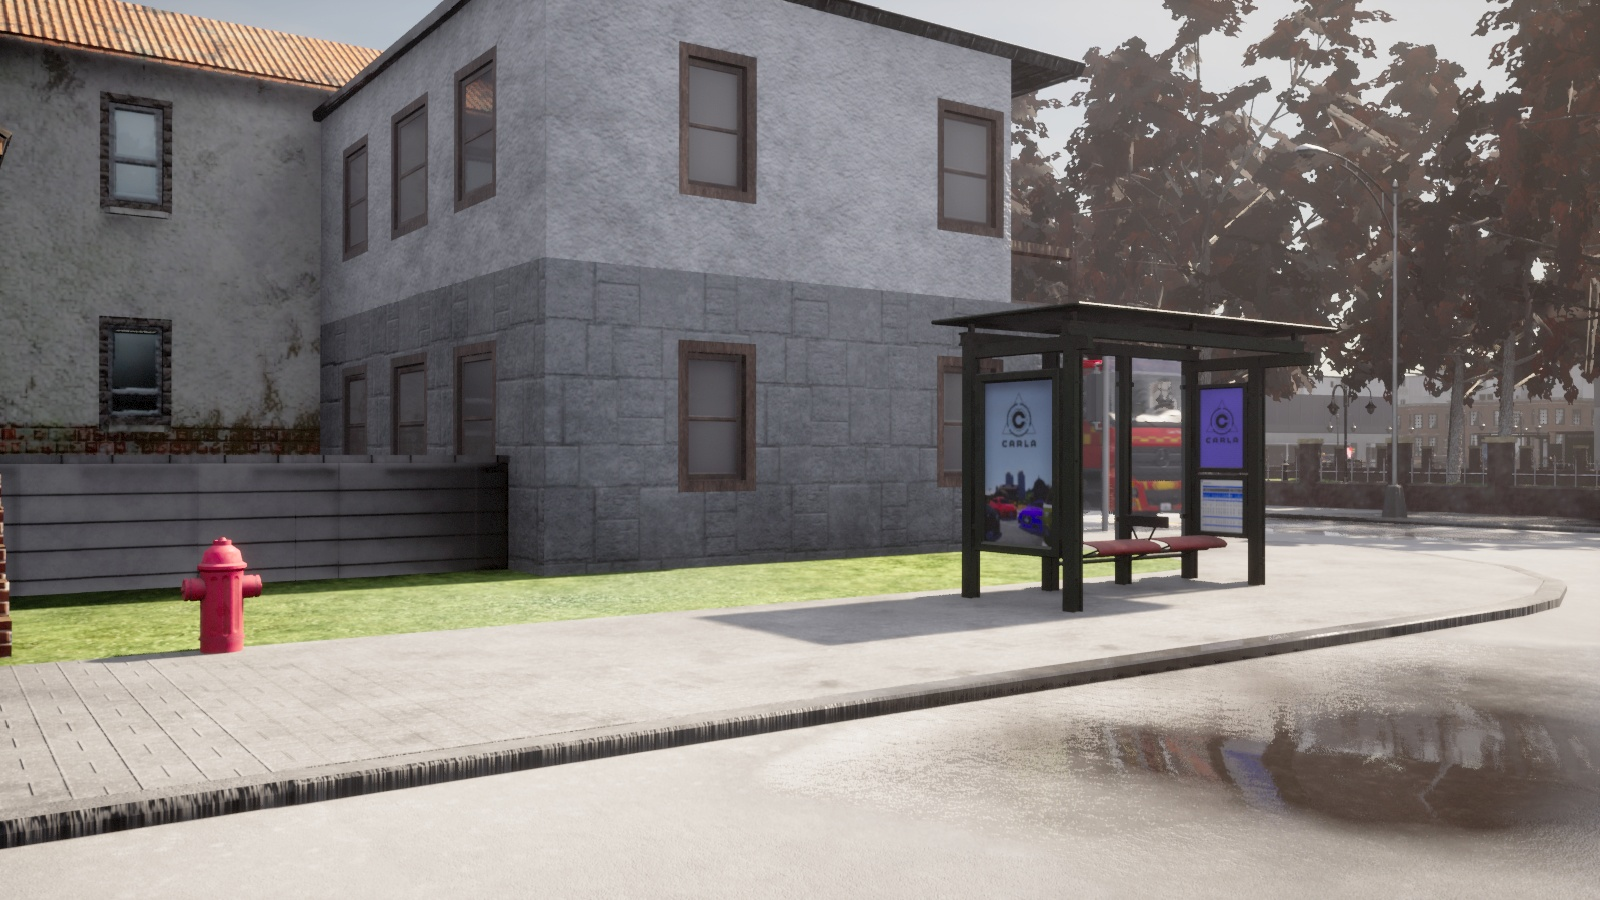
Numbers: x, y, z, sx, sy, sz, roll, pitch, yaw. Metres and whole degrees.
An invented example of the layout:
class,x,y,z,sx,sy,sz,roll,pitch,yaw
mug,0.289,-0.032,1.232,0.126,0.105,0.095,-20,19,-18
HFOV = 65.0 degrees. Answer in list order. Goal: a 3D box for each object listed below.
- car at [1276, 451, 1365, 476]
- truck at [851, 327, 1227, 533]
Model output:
class,x,y,z,sx,sy,sz,roll,pitch,yaw
car,33.095,0.826,79.963,2.128,1.511,4.902,0,0,-35
truck,4.863,-0.363,27.619,2.891,3.827,8.468,0,0,-35
